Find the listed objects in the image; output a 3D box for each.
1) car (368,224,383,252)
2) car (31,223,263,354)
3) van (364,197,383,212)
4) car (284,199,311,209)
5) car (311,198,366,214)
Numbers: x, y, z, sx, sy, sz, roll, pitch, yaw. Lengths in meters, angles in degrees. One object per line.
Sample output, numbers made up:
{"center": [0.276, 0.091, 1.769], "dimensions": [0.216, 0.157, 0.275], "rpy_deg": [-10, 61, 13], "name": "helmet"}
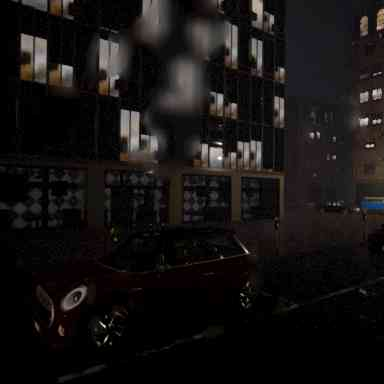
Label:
{"center": [8.406, 1.567, 12.545], "dimensions": [4.313, 1.339, 1.947], "rpy_deg": [0, 1, -35], "name": "car"}
{"center": [-0.669, 1.441, 6.068], "dimensions": [4.097, 1.590, 1.967], "rpy_deg": [0, 1, -35], "name": "car"}
{"center": [22.128, 1.523, 39.601], "dimensions": [1.690, 1.788, 3.998], "rpy_deg": [0, -1, -35], "name": "van"}
{"center": [15.697, 1.785, 48.854], "dimensions": [1.752, 1.417, 4.829], "rpy_deg": [0, -1, -35], "name": "car"}
{"center": [15.243, 1.618, 34.821], "dimensions": [2.008, 1.369, 4.403], "rpy_deg": [0, -1, -35], "name": "car"}
